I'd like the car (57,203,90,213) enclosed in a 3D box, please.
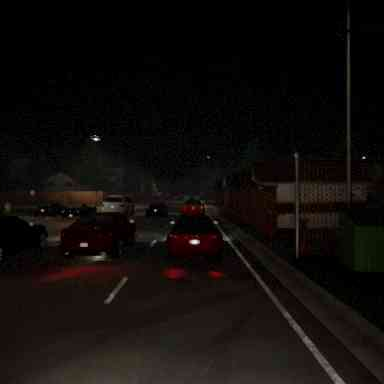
[{"bbox_3d":[-10.399,1.723,30.783,1.895,1.301,4.718,0,0,0],"label":"car"}]

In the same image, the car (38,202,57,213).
[{"bbox_3d":[-13.985,1.695,33.056,1.994,1.385,4.181,0,0,-1],"label":"car"}]

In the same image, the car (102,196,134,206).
[{"bbox_3d":[-6.898,1.347,31.550,2.150,2.045,5.566,0,0,0],"label":"car"}]

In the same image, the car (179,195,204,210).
[{"bbox_3d":[0.101,1.479,32.101,2.097,1.767,4.553,0,0,0],"label":"car"}]

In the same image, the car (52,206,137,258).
[{"bbox_3d":[-3.407,1.530,12.979,1.882,1.535,5.008,0,0,0],"label":"car"}]

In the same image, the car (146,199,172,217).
[{"bbox_3d":[-3.399,1.695,33.127,1.994,1.385,4.181,0,0,0],"label":"car"}]

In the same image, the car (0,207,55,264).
[{"bbox_3d":[-6.909,1.525,11.707,1.882,1.535,5.008,0,0,0],"label":"car"}]

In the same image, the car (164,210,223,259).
[{"bbox_3d":[0.092,1.616,12.894,1.994,1.385,4.181,0,0,0],"label":"car"}]
